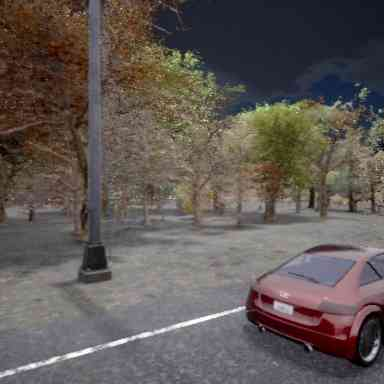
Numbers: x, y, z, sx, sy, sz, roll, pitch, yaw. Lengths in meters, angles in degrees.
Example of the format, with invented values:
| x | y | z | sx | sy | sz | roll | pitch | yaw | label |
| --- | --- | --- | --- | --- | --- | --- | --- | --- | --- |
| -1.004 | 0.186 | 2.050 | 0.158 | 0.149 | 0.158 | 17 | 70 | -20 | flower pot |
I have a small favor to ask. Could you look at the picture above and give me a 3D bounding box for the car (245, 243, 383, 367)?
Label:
| x | y | z | sx | sy | sz | roll | pitch | yaw | label |
| --- | --- | --- | --- | --- | --- | --- | --- | --- | --- |
| 2.946 | 1.642 | 5.958 | 4.181 | 1.385 | 1.994 | 0 | -1 | -36 | car |
